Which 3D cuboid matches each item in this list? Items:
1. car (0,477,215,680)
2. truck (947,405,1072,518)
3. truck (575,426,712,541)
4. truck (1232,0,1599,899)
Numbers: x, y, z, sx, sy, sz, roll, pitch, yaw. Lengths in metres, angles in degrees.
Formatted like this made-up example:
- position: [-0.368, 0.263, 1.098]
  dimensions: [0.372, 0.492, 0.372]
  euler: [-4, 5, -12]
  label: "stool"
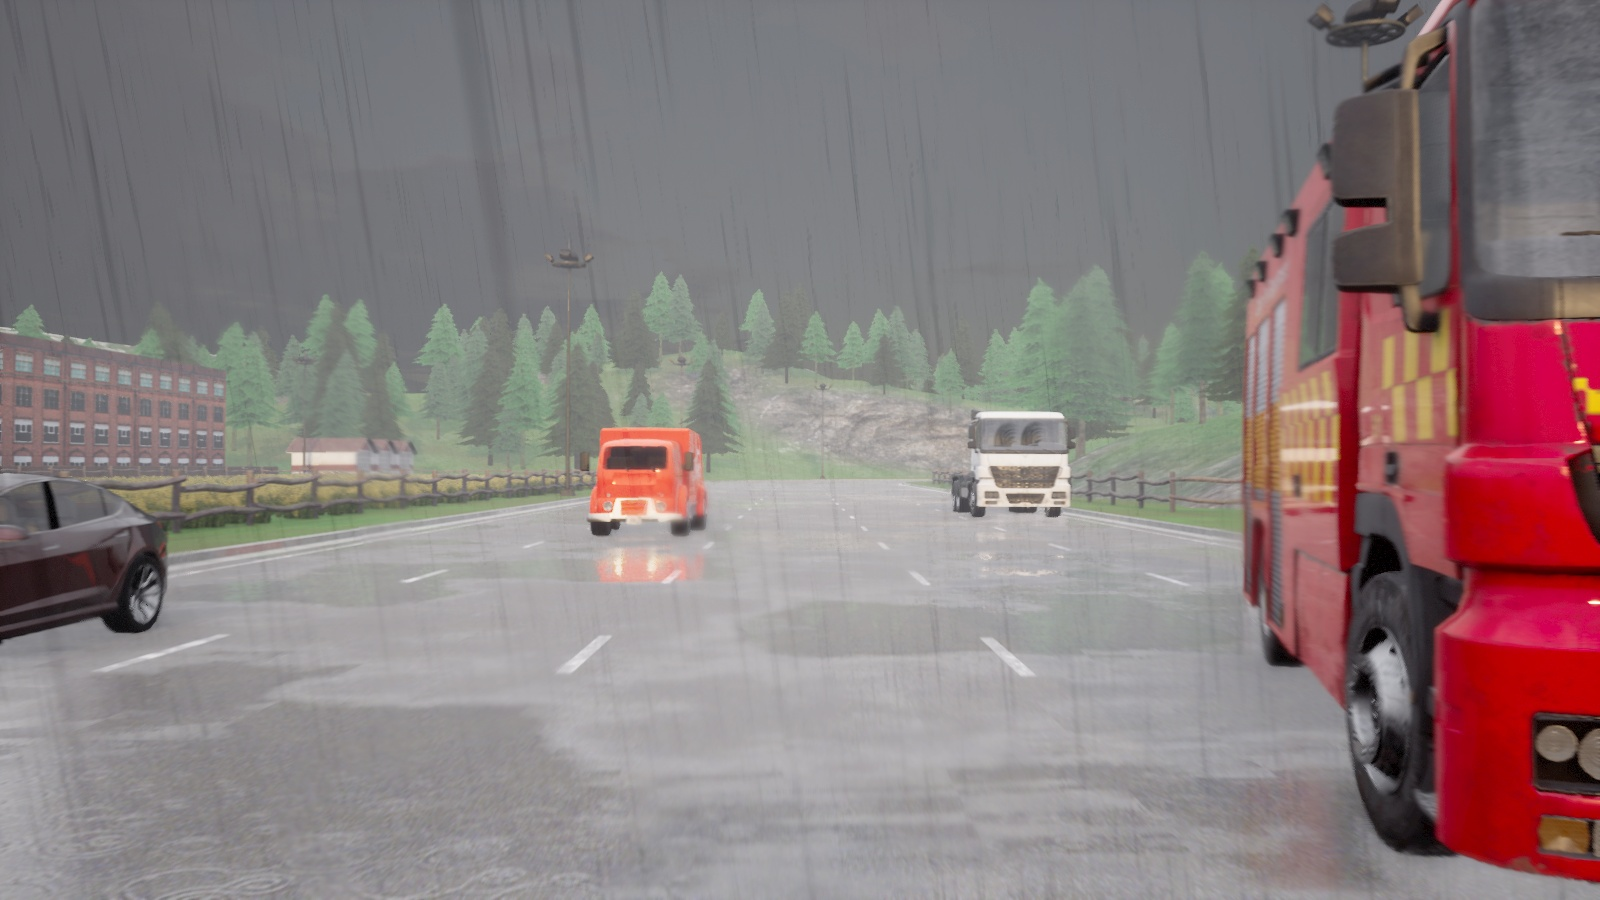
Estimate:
- position: [-7.025, 0.985, 10.362]
  dimensions: [2.163, 1.488, 4.792]
  euler: [0, -1, 0]
  label: "car"
- position: [6.894, 0.401, 42.526]
  dimensions: [2.891, 3.462, 7.936]
  euler: [0, -1, 0]
  label: "truck"
- position: [-3.573, 0.759, 29.803]
  dimensions: [2.627, 2.467, 5.204]
  euler: [0, -1, 0]
  label: "truck"
- position: [4.319, -0.270, 7.159]
  dimensions: [2.891, 3.827, 8.468]
  euler: [-1, -1, 15]
  label: "truck"
